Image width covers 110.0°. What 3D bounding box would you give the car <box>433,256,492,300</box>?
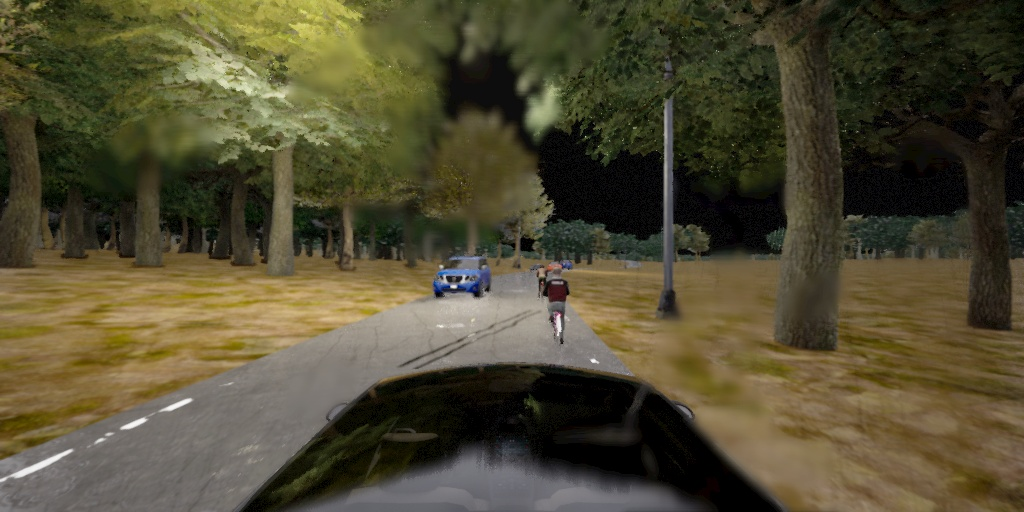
[{"bbox_3d":[-2.390,1.028,18.656,2.150,2.045,5.566,0,0,4],"label":"car"}]

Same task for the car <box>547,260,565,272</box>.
[{"bbox_3d":[6.921,1.680,58.023,2.097,1.767,4.553,0,-1,13],"label":"car"}]

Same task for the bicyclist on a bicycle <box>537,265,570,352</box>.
[{"bbox_3d":[0.991,1.129,8.090,0.659,1.776,1.843,0,0,2],"label":"bicyclist on a bicycle"}]

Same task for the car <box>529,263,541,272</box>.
[{"bbox_3d":[4.205,1.926,60.439,1.994,1.385,4.181,0,-1,14],"label":"car"}]
